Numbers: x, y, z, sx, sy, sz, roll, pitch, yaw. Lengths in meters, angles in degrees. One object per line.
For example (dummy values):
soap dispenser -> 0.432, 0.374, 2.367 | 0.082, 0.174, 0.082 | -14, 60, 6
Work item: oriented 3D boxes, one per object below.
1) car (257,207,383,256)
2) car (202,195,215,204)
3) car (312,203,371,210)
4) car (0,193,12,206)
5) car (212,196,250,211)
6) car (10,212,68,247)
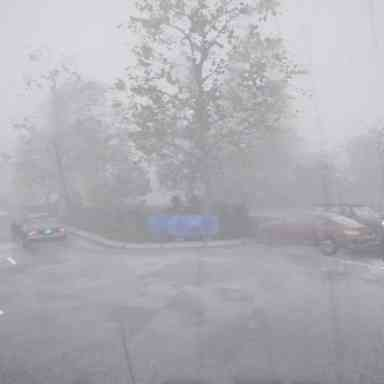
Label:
car -> 4.676, 1.493, 13.113 | 2.002, 1.452, 4.674 | 0, 0, -35
car -> 2.161, 1.084, 42.405 | 1.994, 1.385, 4.181 | -3, 3, -35
car -> 7.231, 1.327, 14.991 | 2.185, 1.767, 4.553 | 0, 0, -35
car -> -26.880, 0.986, 44.665 | 4.553, 1.767, 2.097 | -2, 2, -35
car -> 3.876, 1.365, 34.590 | 1.895, 1.301, 4.718 | -3, 3, -35
car -> -7.762, 1.750, 16.604 | 2.033, 1.411, 5.357 | -3, 3, -36
